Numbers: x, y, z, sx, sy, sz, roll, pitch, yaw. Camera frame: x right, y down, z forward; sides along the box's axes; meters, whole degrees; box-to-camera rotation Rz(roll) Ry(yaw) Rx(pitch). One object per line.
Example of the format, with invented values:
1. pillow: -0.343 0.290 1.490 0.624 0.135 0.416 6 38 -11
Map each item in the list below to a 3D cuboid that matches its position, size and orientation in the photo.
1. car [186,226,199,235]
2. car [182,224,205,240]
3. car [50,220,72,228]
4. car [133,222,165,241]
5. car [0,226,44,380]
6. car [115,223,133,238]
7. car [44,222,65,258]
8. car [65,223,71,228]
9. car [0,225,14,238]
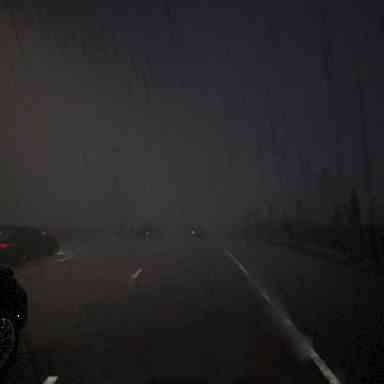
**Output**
1. car: 0.110 5.764 49.590 1.895 1.301 4.718 0 -6 0
2. car: 0.106 3.588 29.956 1.994 1.385 4.181 0 -6 0
3. car: -17.550 4.717 43.441 2.150 2.045 5.566 0 -6 0
4. car: -3.395 3.281 27.968 1.882 1.535 5.008 0 -6 0
5. car: -3.400 1.254 2.338 2.150 2.045 5.566 0 -1 0
6. car: -6.894 4.130 35.582 2.128 1.511 4.902 0 -6 0
7. car: -6.899 2.042 13.063 1.994 1.385 4.181 0 -4 0
8. car: -14.082 3.966 33.054 1.895 1.301 4.718 0 -6 0
9. car: -21.076 4.203 35.225 1.895 1.301 4.718 0 -6 0
